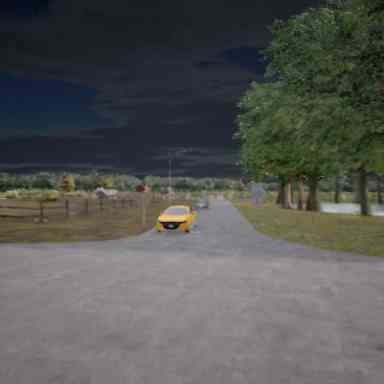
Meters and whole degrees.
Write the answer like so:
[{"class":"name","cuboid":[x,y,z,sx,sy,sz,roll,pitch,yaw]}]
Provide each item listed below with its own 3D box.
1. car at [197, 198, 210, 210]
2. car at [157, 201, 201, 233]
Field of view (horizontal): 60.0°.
[{"class":"car","cuboid":[1.418,1.609,45.261,2.128,1.511,4.902,-1,0,5]},{"class":"car","cuboid":[-0.816,1.591,20.692,1.882,1.535,5.008,0,0,8]}]
